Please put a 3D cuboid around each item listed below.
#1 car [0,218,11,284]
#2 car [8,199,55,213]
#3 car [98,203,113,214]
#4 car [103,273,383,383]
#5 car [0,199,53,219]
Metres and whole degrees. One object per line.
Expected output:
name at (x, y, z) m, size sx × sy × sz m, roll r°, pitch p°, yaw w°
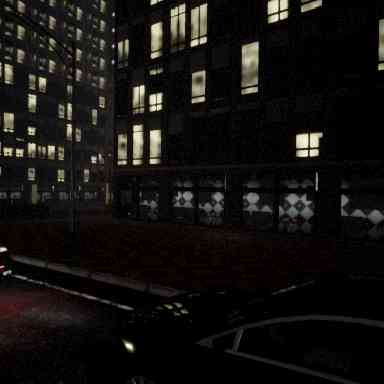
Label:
car at (-6.356, 1.487, 8.188) m, size 4.902 × 1.511 × 2.128 m, roll 0°, pitch 0°, yaw 36°
car at (-19.166, 1.641, 39.915) m, size 1.752 × 1.417 × 4.829 m, roll 1°, pitch 0°, yaw 36°
car at (-8.871, 1.828, 39.768) m, size 1.752 × 1.417 × 4.829 m, roll 1°, pitch 0°, yaw 36°
car at (1.327, 1.491, 2.734) m, size 4.902 × 1.511 × 2.128 m, roll 0°, pitch 0°, yaw 35°
car at (-15.654, 1.518, 30.546) m, size 2.192 × 1.841 × 5.009 m, roll 1°, pitch 0°, yaw 36°
